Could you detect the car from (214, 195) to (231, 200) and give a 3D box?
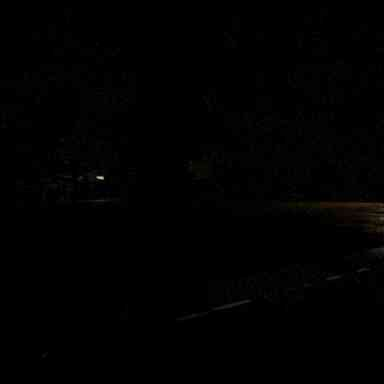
[{"bbox_3d":[7.428,1.412,81.753,2.033,1.411,5.357,3,-2,-30],"label":"car"}]
